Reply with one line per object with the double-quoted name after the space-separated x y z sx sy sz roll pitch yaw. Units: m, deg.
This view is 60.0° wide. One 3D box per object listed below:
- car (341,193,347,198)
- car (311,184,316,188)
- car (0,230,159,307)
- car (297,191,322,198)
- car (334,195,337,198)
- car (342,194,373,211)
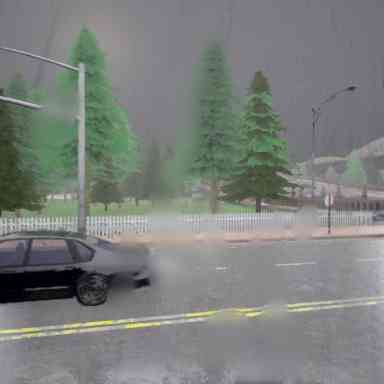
23.310 1.313 45.732 2.128 1.511 4.902 0 2 -16 "car"
26.113 -1.239 75.360 2.128 1.511 4.902 0 7 -15 "car"
-3.429 1.548 7.011 5.357 1.411 2.033 0 0 -14 "car"
18.040 0.974 51.636 1.812 1.442 4.674 0 4 -16 "car"
24.751 0.962 53.644 1.812 1.442 4.674 0 4 -15 "car"
21.188 1.444 40.326 2.128 1.511 4.902 0 1 -16 "car"
